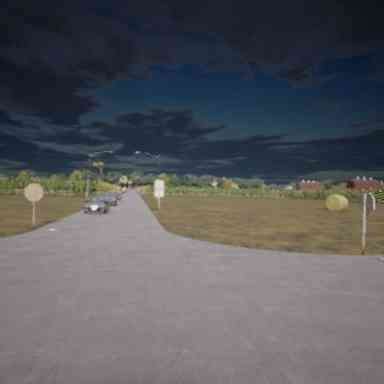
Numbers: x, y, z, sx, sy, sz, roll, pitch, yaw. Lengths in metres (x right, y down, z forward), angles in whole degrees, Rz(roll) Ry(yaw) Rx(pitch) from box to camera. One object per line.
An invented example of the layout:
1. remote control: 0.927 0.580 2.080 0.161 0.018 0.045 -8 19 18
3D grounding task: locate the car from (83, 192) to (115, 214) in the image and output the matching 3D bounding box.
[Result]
1. car: -8.180 1.051 28.857 2.128 1.511 4.902 1 0 -10

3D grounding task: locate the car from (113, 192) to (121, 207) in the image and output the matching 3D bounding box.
1. car: -10.076 0.787 39.923 2.097 1.767 4.553 1 1 -10

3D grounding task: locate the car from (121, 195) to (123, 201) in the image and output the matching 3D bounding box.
1. car: -12.907 0.813 56.931 1.837 1.490 4.892 1 0 -10
